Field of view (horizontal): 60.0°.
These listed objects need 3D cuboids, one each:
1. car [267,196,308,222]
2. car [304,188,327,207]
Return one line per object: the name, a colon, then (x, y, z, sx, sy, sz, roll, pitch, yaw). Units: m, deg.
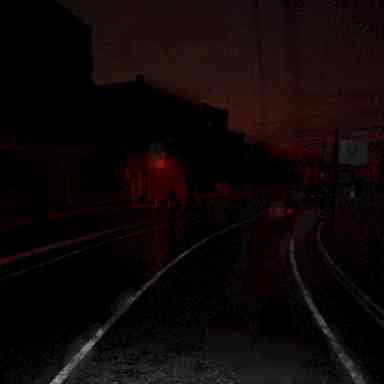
car: (6.706, 1.241, 23.787, 2.033, 1.411, 5.357, 3, 2, 25)
car: (14.699, 0.563, 39.692, 2.150, 2.045, 5.566, 3, 3, 27)
